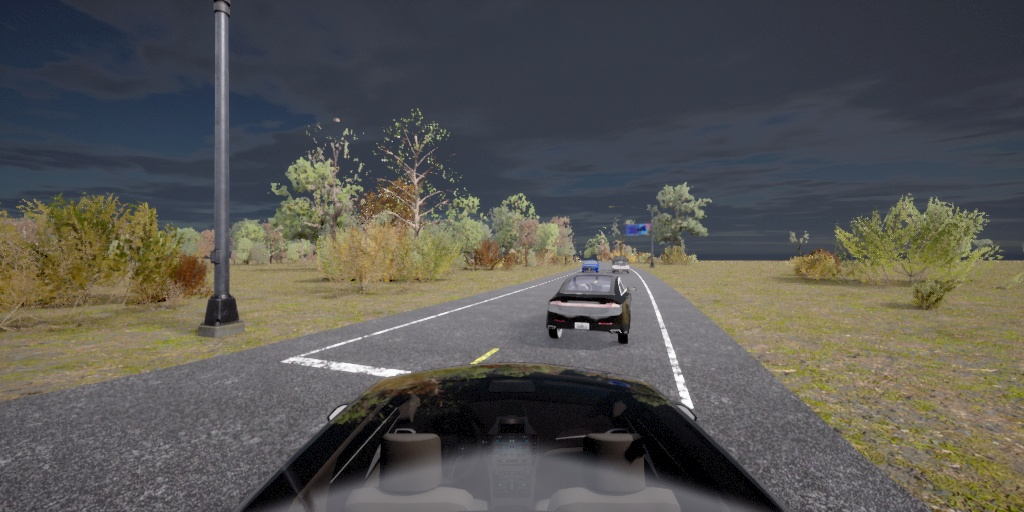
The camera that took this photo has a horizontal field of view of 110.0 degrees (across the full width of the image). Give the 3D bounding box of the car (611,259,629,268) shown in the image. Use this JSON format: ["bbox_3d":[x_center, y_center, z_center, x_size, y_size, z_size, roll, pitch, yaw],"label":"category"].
[{"bbox_3d":[12.903,1.365,42.472,1.895,1.301,4.718,0,0,18],"label":"car"}]

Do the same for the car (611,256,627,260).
[{"bbox_3d":[15.084,1.002,50.100,2.150,2.045,5.566,0,0,16],"label":"car"}]

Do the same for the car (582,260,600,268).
[{"bbox_3d":[9.776,1.244,44.305,1.882,1.535,5.008,0,0,16],"label":"car"}]

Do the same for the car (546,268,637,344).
[{"bbox_3d":[2.263,1.242,9.741,2.128,1.511,4.902,0,0,20],"label":"car"}]
